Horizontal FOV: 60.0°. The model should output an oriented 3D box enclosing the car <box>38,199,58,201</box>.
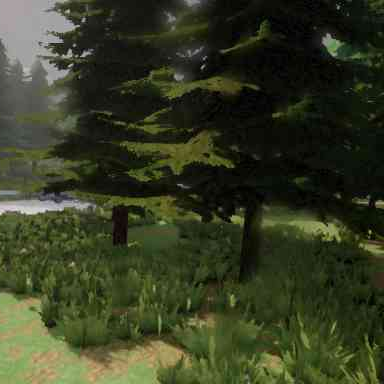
[{"bbox_3d":[-9.981,0.074,26.368,1.812,1.442,4.674,5,3,24],"label":"car"}]
